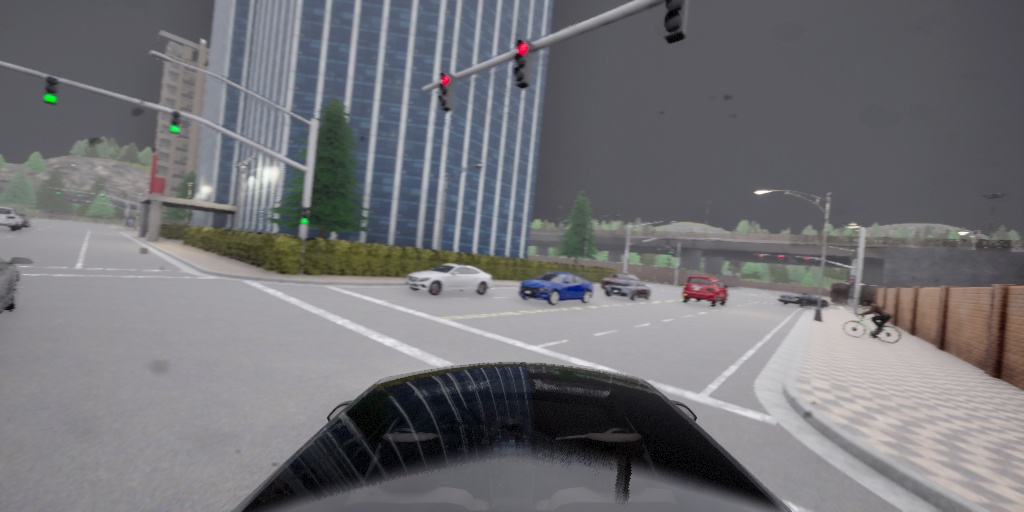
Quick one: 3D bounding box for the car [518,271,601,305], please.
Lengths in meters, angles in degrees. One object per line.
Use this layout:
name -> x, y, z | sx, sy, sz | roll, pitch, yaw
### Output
car -> 2.382, 1.584, 18.543 | 1.882, 1.535, 5.008 | 5, -1, 41

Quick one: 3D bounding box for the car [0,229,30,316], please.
car -> -9.104, 0.370, 5.377 | 4.892, 1.490, 1.837 | 6, 0, 40

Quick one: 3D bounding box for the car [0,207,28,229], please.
car -> -45.760, -3.385, 32.059 | 5.566, 2.045, 2.150 | 5, -1, 40

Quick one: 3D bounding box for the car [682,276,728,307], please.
car -> 14.747, 2.624, 27.241 | 2.150, 2.045, 5.566 | 5, -1, 41

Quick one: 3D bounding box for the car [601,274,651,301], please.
car -> 8.229, 2.304, 25.341 | 1.994, 1.385, 4.181 | 5, -1, 41

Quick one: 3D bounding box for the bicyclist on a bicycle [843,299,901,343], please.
bicyclist on a bicycle -> 14.437, 2.579, 14.368 | 1.656, 1.620, 0.582 | 6, 0, 41

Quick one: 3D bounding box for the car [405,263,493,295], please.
car -> -2.944, 1.094, 17.680 | 1.812, 1.442, 4.674 | 5, -1, 42

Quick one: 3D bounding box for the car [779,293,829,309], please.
car -> 30.173, 4.542, 37.076 | 5.357, 1.411, 2.033 | 6, 0, -20

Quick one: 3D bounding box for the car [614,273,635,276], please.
car -> 9.897, 2.310, 32.584 | 2.097, 1.767, 4.553 | 5, -1, 41

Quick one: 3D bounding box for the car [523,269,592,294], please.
car -> 3.275, 1.790, 24.943 | 2.033, 1.411, 5.357 | 5, -1, 41
